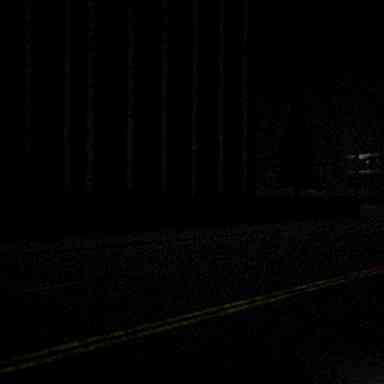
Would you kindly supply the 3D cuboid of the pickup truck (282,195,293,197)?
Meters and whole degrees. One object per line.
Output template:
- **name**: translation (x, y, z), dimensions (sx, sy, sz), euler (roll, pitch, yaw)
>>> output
- **pickup truck**: translation (22.359, 1.655, 77.640), dimensions (2.390, 2.098, 6.274), euler (0, 0, -6)
